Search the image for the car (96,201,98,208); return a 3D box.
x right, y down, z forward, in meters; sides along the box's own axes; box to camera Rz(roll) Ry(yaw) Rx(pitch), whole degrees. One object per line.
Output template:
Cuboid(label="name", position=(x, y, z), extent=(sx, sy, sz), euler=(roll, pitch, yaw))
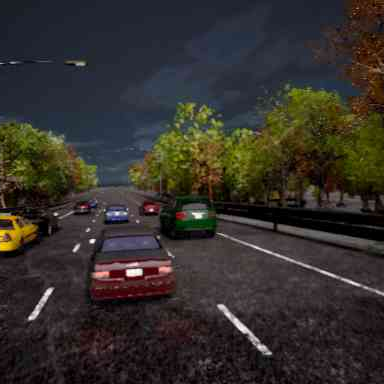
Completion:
Cuboid(label="car", position=(-16.088, 1.937, 52.742), extent=(1.994, 1.385, 4.181), euler=(-1, 0, -14))

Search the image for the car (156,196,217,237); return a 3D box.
Cuboid(label="car", position=(-0.328, 1.242, 17.942), extent=(2.150, 2.045, 5.566), euler=(-1, 0, -14))

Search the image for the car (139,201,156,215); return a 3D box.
Cuboid(label="car", position=(-4.638, 1.661, 35.695), extent=(1.812, 1.442, 4.674), euler=(-1, 0, -14))

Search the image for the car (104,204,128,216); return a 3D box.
Cuboid(label="car", position=(-6.198, 1.713, 27.297), extent=(2.033, 1.411, 5.357), euler=(-1, 0, -14))

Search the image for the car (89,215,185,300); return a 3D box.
Cuboid(label="car", position=(-1.687, 1.594, 8.755), extent=(2.033, 1.411, 5.357), euler=(-1, 0, -14))

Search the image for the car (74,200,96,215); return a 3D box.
Cuboid(label="car", position=(-12.856, 1.836, 39.523), extent=(1.837, 1.490, 4.892), euler=(-1, 0, -13))

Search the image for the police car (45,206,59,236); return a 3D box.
Cuboid(label="police car", position=(-9.137, 1.655, 19.706), extent=(1.930, 1.638, 5.238), euler=(-1, 0, -14))

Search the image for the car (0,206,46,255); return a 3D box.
Cuboid(label="car", position=(-7.737, 1.648, 13.950), extent=(1.801, 1.575, 5.366), euler=(-1, 0, -14))
